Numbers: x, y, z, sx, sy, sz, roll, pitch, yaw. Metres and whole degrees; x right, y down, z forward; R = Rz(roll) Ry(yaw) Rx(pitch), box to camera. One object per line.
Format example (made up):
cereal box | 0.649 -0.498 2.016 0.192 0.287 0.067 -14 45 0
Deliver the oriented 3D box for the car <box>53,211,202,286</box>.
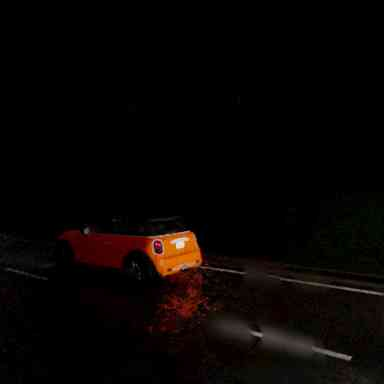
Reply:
car | -2.032 1.393 9.743 4.553 1.767 2.097 0 0 35
